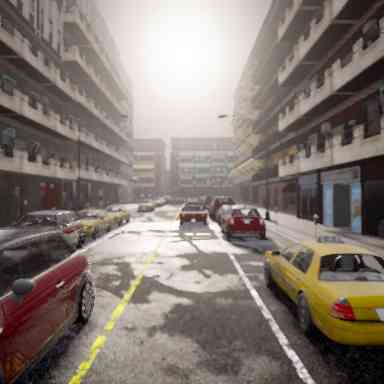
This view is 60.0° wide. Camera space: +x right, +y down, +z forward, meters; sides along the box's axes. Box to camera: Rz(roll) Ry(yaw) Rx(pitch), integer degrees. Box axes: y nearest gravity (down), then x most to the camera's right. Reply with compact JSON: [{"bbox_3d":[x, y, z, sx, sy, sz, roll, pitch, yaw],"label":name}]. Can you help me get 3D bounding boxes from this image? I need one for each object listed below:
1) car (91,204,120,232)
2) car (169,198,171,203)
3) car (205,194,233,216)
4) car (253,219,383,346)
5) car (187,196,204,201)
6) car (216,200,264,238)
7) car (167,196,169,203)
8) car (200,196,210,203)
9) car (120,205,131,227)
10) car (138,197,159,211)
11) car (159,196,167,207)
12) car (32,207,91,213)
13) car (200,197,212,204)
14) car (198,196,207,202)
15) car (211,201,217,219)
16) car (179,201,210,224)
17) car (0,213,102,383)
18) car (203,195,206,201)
[{"bbox_3d":[-5.312,1.503,17.269,1.752,1.417,4.829,1,0,0],"label":"car"},{"bbox_3d":[-5.304,1.552,67.517,1.947,1.339,4.313,1,0,0],"label":"car"},{"bbox_3d":[2.565,1.285,28.601,2.192,1.841,5.009,1,0,0],"label":"car"},{"bbox_3d":[2.573,1.515,6.515,1.752,1.417,4.829,1,0,0],"label":"car"},{"bbox_3d":[0.082,1.532,41.089,1.994,1.385,4.181,0,0,0],"label":"car"},{"bbox_3d":[2.569,1.418,17.472,1.967,1.590,4.097,1,0,0],"label":"car"},{"bbox_3d":[-5.311,1.500,56.218,1.752,1.417,4.829,1,0,0],"label":"car"},{"bbox_3d":[2.543,1.531,67.546,1.887,1.381,4.507,1,0,0],"label":"car"},{"bbox_3d":[-5.315,1.498,22.833,1.752,1.417,4.829,1,0,0],"label":"car"},{"bbox_3d":[-5.329,1.493,39.526,1.752,1.417,4.829,1,0,0],"label":"car"},{"bbox_3d":[-5.318,1.496,50.654,1.752,1.417,4.829,1,0,0],"label":"car"},{"bbox_3d":[-5.309,1.423,11.876,1.967,1.590,4.097,1,0,0],"label":"car"},{"bbox_3d":[2.546,1.545,61.981,1.947,1.339,4.313,1,0,0],"label":"car"},{"bbox_3d":[2.538,1.569,78.673,1.947,1.339,4.313,1,0,0],"label":"car"},{"bbox_3d":[2.564,1.555,23.036,1.802,1.307,4.206,1,0,0],"label":"car"},{"bbox_3d":[0.090,1.573,24.032,1.895,1.301,4.718,0,0,0],"label":"car"},{"bbox_3d":[-2.824,1.345,4.084,2.097,1.767,4.553,0,0,0],"label":"car"},{"bbox_3d":[2.557,1.284,45.291,2.192,1.841,5.009,1,0,0],"label":"car"}]
